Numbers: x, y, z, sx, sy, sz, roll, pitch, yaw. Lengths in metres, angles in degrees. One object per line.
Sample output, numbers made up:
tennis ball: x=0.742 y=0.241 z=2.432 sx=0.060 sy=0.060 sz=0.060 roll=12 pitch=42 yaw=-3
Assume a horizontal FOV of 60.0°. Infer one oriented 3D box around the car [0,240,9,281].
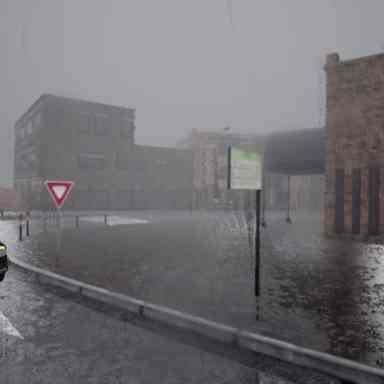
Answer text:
car: x=-6.374 y=1.470 z=8.726 sx=2.128 sy=1.511 sz=4.902 roll=0 pitch=0 yaw=-45
